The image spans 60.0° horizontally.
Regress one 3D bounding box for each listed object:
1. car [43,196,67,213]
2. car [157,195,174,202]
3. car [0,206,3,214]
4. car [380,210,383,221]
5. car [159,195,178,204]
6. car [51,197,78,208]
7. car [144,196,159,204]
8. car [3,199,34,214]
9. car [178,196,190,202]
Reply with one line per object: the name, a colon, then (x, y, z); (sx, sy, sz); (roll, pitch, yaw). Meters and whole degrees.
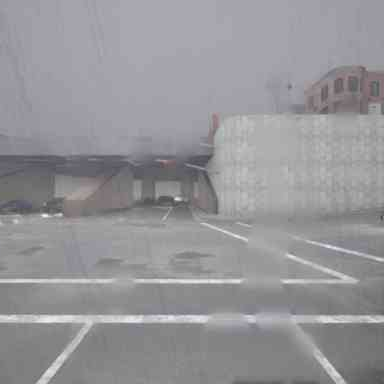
car: (-14.949, 1.349, 37.346); (2.097, 1.767, 4.553); (0, 0, -1)
car: (-5.945, 1.495, 75.392); (1.837, 1.490, 4.892); (0, 0, 24)
car: (-13.823, 1.350, 20.393); (2.097, 1.767, 4.553); (0, 0, -9)
car: (12.789, 0.872, 18.181); (4.674, 1.442, 1.812); (-7, 0, -1)
car: (-4.573, 1.487, 65.123); (2.128, 1.511, 4.902); (0, 0, 4)
car: (-18.776, 1.543, 49.369); (2.033, 1.411, 5.357); (0, 0, -2)
car: (-8.093, 1.543, 64.960); (2.033, 1.411, 5.357); (0, 0, 4)
car: (-18.393, 1.523, 35.114); (1.812, 1.442, 4.674); (0, 0, -2)
car: (-2.265, 1.519, 75.136); (1.812, 1.442, 4.674); (0, 0, 28)
